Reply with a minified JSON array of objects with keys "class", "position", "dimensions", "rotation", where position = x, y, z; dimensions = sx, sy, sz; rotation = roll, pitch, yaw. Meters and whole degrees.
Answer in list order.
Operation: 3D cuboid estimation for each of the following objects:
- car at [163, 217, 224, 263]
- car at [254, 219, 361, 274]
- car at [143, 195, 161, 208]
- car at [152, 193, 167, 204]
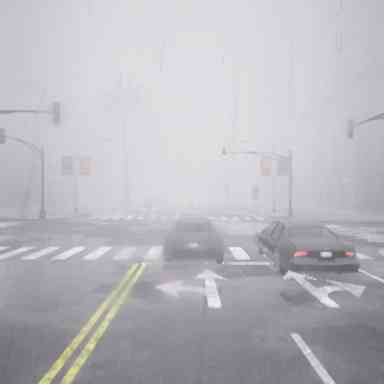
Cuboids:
[{"class":"car","position":[0.068,1.603,12.185],"dimensions":[1.994,1.385,4.181],"rotation":[0,0,1]},{"class":"car","position":[3.301,1.582,10.635],"dimensions":[2.033,1.411,5.357],"rotation":[0,0,1]},{"class":"car","position":[-6.513,1.646,52.205],"dimensions":[1.837,1.490,4.892],"rotation":[0,0,0]},{"class":"car","position":[-6.418,1.391,67.883],"dimensions":[2.150,2.045,5.566],"rotation":[0,0,0]}]
